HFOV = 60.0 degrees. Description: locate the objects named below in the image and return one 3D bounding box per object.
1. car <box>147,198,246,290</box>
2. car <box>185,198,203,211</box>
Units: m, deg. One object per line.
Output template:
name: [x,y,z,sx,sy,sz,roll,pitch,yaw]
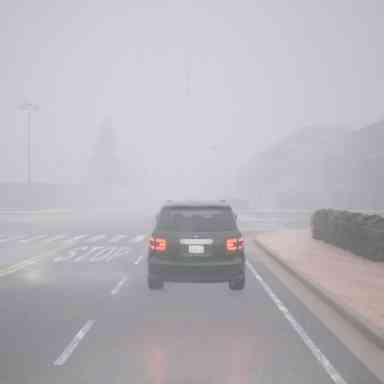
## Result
car: [0.119,1.221,9.221,2.150,2.045,5.566,0,0,1]
car: [0.239,1.491,41.597,2.128,1.511,4.902,0,0,1]
